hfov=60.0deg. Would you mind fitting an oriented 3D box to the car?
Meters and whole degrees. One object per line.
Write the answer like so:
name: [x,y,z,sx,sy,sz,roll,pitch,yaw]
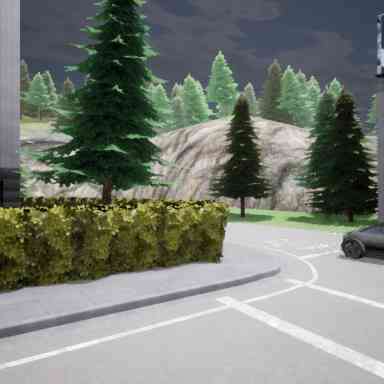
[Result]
car: [7.304,1.726,11.273,1.994,1.385,4.181,0,0,-35]
